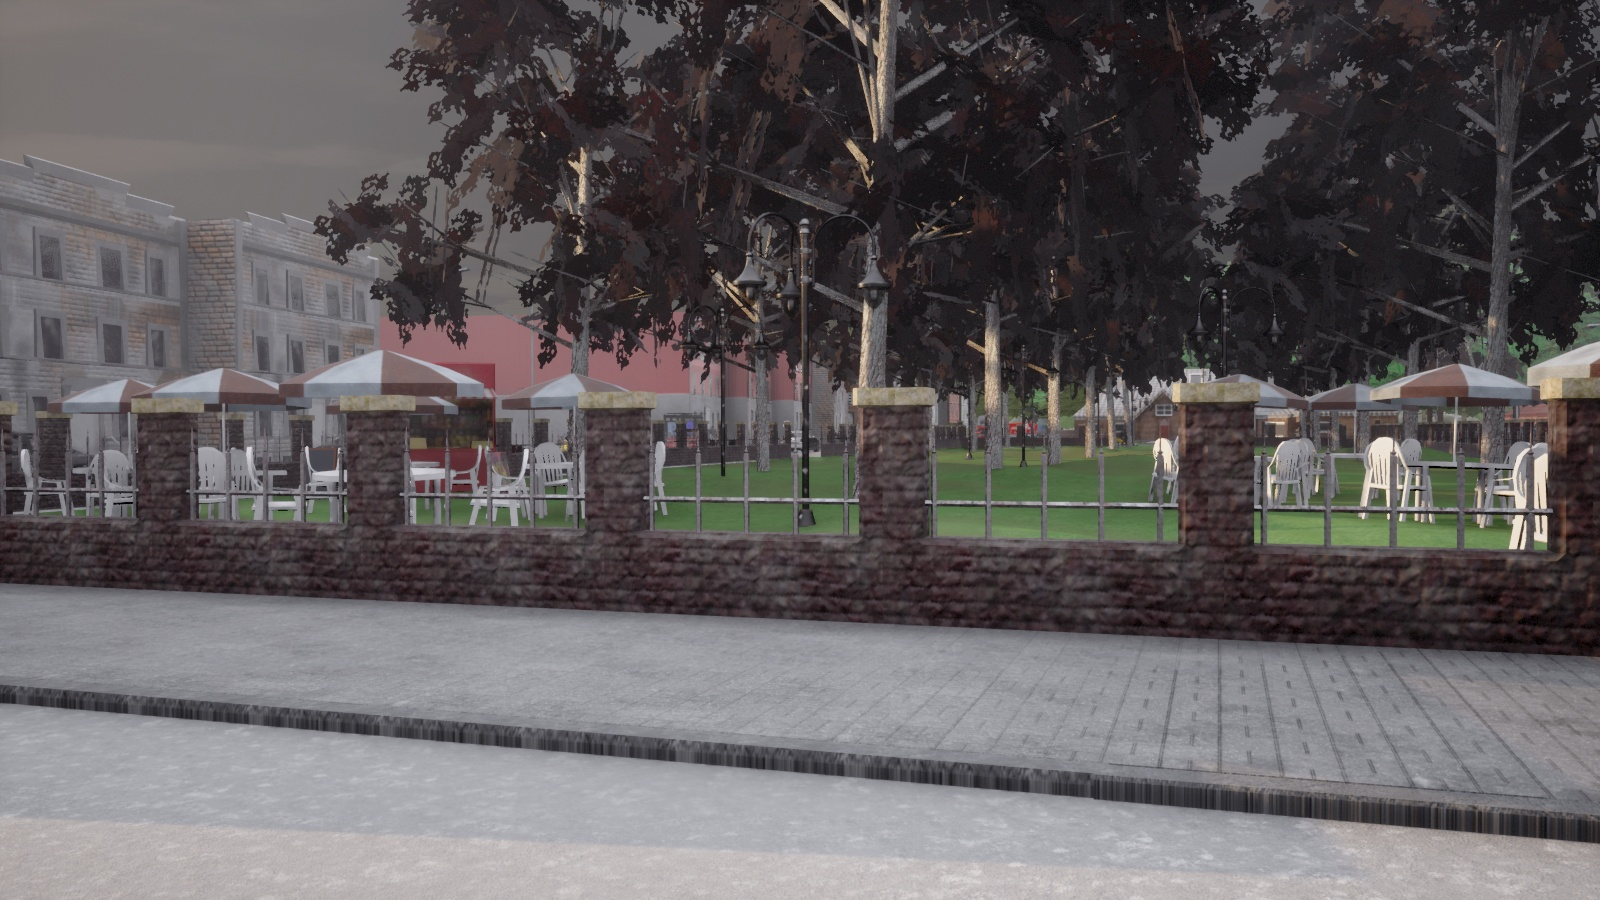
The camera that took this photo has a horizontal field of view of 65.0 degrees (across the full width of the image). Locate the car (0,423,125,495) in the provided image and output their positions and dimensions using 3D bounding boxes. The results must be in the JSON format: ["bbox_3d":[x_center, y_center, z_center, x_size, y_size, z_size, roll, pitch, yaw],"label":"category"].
[{"bbox_3d":[-18.563,0.173,30.098,1.851,1.617,3.988,1,1,18],"label":"car"}]

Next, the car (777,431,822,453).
[{"bbox_3d":[-0.002,-0.583,85.850,1.970,1.475,3.806,1,1,19],"label":"car"}]

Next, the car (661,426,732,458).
[{"bbox_3d":[-5.619,-0.455,69.018,2.242,1.667,4.611,1,1,18],"label":"car"}]

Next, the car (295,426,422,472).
[{"bbox_3d":[-16.804,-0.076,48.073,2.033,1.649,4.856,1,1,18],"label":"car"}]
